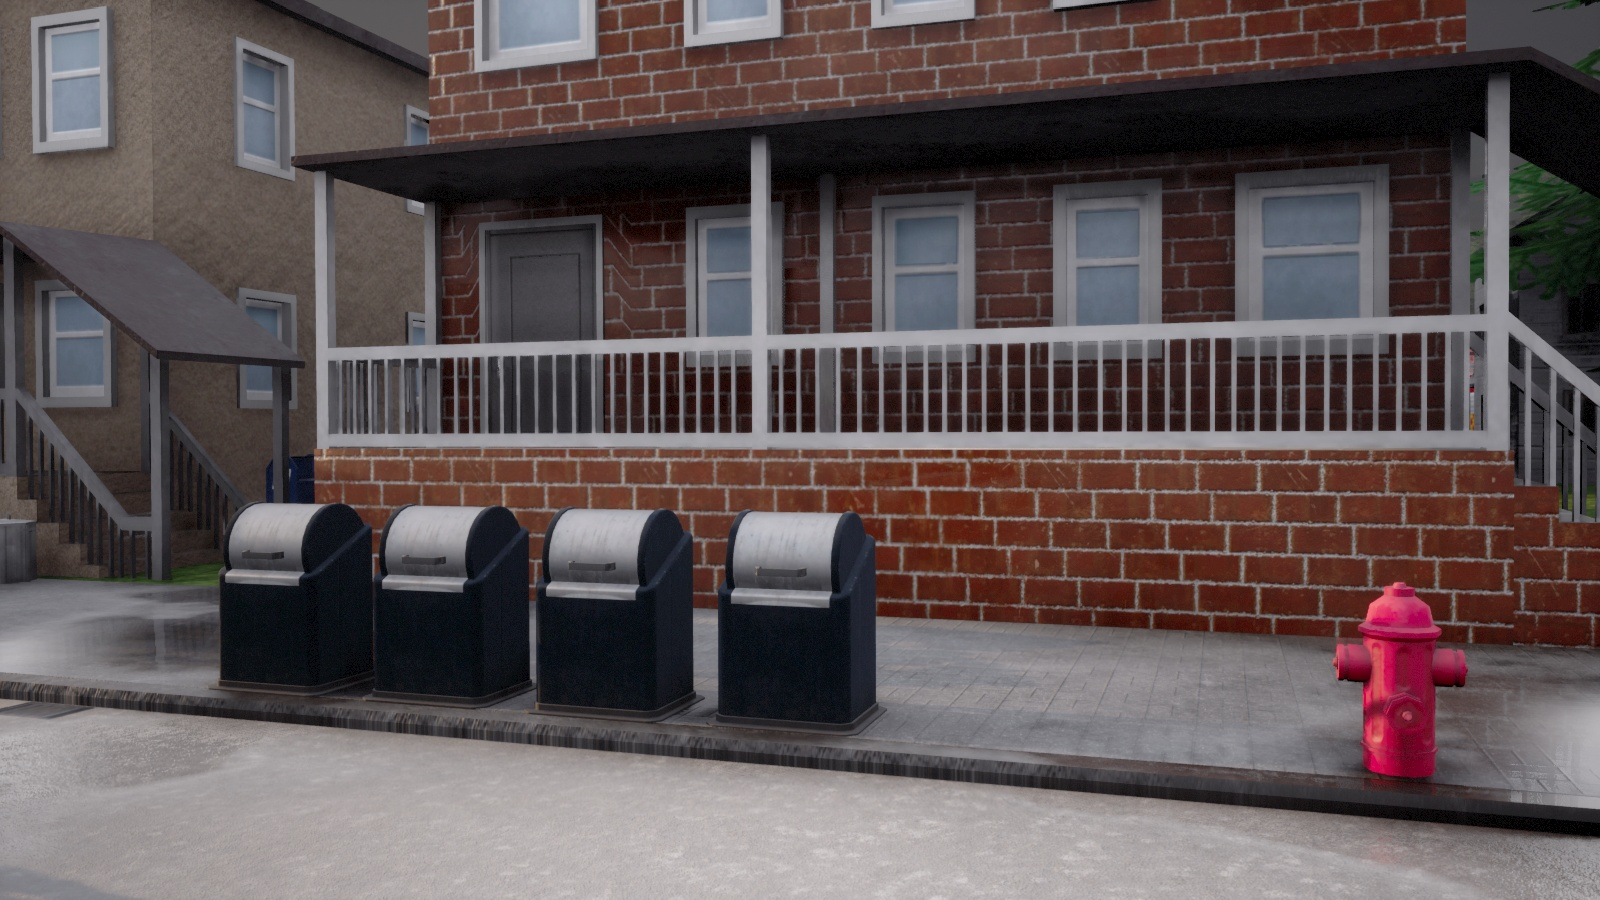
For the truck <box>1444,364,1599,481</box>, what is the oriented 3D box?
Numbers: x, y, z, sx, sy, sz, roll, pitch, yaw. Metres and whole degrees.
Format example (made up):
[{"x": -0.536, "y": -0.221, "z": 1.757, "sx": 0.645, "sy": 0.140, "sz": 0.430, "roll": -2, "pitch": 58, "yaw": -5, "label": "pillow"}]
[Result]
[{"x": 26.759, "y": -0.918, "z": 42.503, "sx": 8.468, "sy": 3.827, "sz": 2.891, "roll": 1, "pitch": 1, "yaw": 18, "label": "truck"}]
